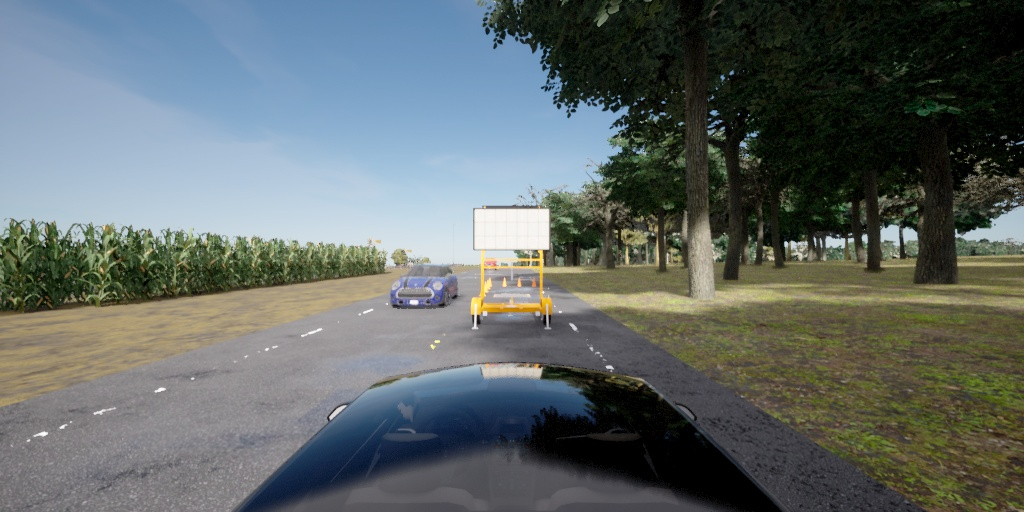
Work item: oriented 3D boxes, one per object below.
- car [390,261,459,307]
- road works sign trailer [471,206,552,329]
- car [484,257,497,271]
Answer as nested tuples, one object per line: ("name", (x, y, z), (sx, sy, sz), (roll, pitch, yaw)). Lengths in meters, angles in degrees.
("car", (-3.608, 1.127, 15.479), (2.097, 1.767, 4.553), (0, 0, 0))
("road works sign trailer", (-0.004, 0.229, 11.284), (2.380, 3.560, 2.880), (0, 0, 1))
("car", (-3.531, 1.246, 56.211), (2.150, 2.045, 5.566), (0, -1, 0))
